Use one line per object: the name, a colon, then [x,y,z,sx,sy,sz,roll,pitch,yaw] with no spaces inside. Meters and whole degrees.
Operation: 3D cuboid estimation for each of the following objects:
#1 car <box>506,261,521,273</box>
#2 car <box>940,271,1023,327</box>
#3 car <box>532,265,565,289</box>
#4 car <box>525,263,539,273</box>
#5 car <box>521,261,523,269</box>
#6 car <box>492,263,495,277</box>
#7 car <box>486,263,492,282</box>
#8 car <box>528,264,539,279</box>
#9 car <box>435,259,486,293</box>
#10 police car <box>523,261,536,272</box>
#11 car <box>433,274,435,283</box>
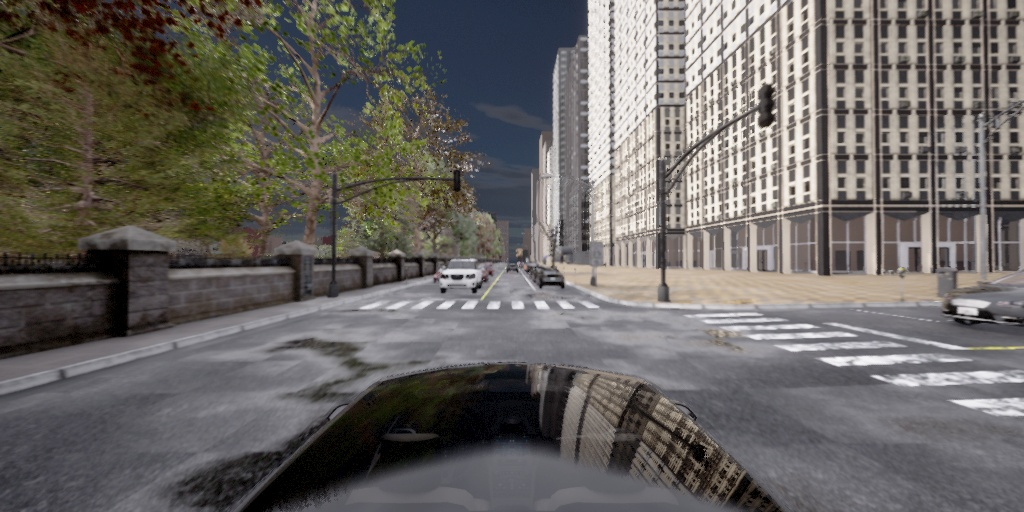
car: [0.088,1.804,54.716,1.837,1.490,4.892,0,-1,0]
car: [13.738,1.061,8.895,4.902,1.511,2.128,-1,-1,0]
car: [2.683,1.558,25.665,1.948,1.339,4.313,0,0,0]
car: [2.681,1.675,36.930,1.948,1.339,4.313,0,0,0]
car: [3.099,1.721,60.955,2.097,1.767,4.553,0,-1,0]
car: [-3.102,1.774,43.088,1.895,1.301,4.718,0,-1,0]
car: [-3.092,1.591,32.766,1.812,1.442,4.674,0,-1,0]
car: [2.682,1.616,31.297,1.948,1.339,4.313,0,0,0]
car: [-3.103,1.185,22.892,2.150,2.045,5.566,0,-1,0]
police car: [3.122,1.718,54.094,1.930,1.638,5.238,0,-1,0]
car: [-5.698,1.631,31.295,1.802,1.307,4.207,0,0,0]
